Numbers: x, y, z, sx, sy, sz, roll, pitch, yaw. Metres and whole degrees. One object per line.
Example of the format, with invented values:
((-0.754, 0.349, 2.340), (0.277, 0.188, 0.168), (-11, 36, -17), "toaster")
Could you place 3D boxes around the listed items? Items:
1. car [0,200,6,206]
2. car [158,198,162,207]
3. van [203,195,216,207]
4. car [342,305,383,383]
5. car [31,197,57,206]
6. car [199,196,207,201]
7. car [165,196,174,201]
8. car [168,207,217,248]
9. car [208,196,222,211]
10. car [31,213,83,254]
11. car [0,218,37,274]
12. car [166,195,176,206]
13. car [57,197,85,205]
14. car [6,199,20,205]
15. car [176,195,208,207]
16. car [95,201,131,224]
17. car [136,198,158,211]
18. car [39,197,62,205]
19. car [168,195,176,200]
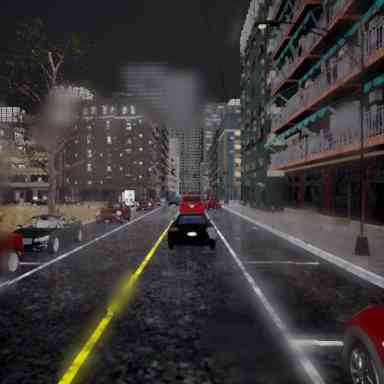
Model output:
((-38.401, 2.131, 62.667), (4.507, 1.381, 1.887), (-1, 1, 0), "car")
((-5.697, 1.591, 51.983), (1.802, 1.307, 4.206), (0, 0, 0), "car")
((2.683, 1.350, 51.982), (1.690, 1.788, 3.998), (0, 0, 0), "van")
((2.684, 1.437, 2.234), (1.967, 1.590, 4.097), (0, 0, 0), "car")
((-27.972, 1.985, 62.697), (4.403, 1.369, 2.008), (-1, 1, 0), "car")
((2.684, 1.616, 84.377), (1.802, 1.307, 4.206), (0, 0, 0), "car")
((-5.697, 1.600, 84.388), (1.947, 1.339, 4.313), (0, 0, 0), "car")
((0.000, 1.569, 14.651), (1.994, 1.385, 4.181), (0, 0, 0), "car")
((2.684, 1.547, 40.926), (1.887, 1.381, 4.507), (0, 0, 0), "car")
((-5.696, 1.547, 13.289), (2.008, 1.369, 4.403), (0, 0, 0), "car")
((-5.696, 1.541, 7.762), (1.887, 1.381, 4.507), (0, 0, 0), "car")
((-3.000, 1.615, 56.643), (2.033, 1.411, 5.357), (0, 0, 0), "car")
((-22.403, 1.904, 62.737), (4.403, 1.369, 2.008), (-1, 1, 0), "car")
((-39.173, 2.118, 71.205), (4.206, 1.307, 1.802), (-1, 1, 0), "car")
((0.000, 1.257, 29.681), (2.150, 2.045, 5.566), (0, 0, 0), "car")
((-5.697, 1.437, 24.345), (1.967, 1.590, 4.097), (0, 0, 0), "car")
((-5.698, 1.443, 40.927), (1.967, 1.590, 4.097), (0, 0, 0), "car")
((-30.272, 1.846, 71.317), (4.097, 1.590, 1.967), (-1, 1, 0), "car")
((-5.697, 1.612, 95.436), (1.947, 1.339, 4.313), (0, 0, 0), "car")
